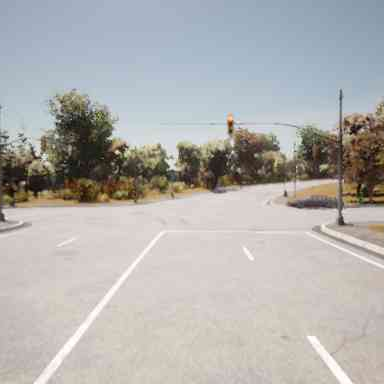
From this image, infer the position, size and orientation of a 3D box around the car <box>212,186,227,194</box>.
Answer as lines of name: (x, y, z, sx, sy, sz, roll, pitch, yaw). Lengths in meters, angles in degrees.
car: (5.779, -0.399, 69.805, 1.812, 1.442, 4.674, 0, 4, 25)

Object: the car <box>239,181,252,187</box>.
car: (13.338, -1.960, 83.322, 1.882, 1.535, 5.008, 1, 5, 33)

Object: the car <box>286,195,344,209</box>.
car: (12.426, 1.010, 33.709, 5.357, 1.411, 2.033, 0, 1, 3)
